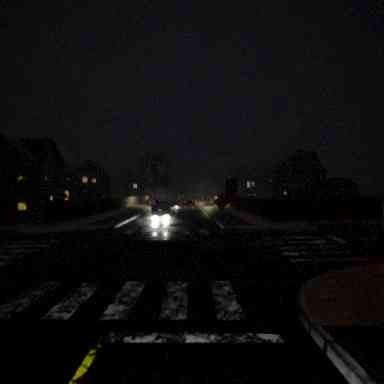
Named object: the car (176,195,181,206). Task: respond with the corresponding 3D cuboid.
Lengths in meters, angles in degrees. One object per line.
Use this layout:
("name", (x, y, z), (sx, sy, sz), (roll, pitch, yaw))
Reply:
("car", (-3.329, 1.635, 56.092), (1.895, 1.301, 4.718), (0, 0, 0))

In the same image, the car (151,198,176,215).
("car", (-3.076, 1.461, 34.059), (2.128, 1.511, 4.902), (0, 0, -1))

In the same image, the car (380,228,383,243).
("car", (9.095, 1.208, 11.395), (4.553, 1.767, 2.097), (-1, 2, -4))

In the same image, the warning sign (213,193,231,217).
("warning sign", (2.414, 1.079, 27.182), (1.300, 1.860, 1.060), (2, 2, -1))

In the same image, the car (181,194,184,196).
("car", (-0.704, 1.657, 66.805), (1.994, 1.385, 4.181), (0, 0, -2))

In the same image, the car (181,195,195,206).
("car", (-0.495, 1.638, 56.981), (1.895, 1.301, 4.718), (0, 0, 0))
